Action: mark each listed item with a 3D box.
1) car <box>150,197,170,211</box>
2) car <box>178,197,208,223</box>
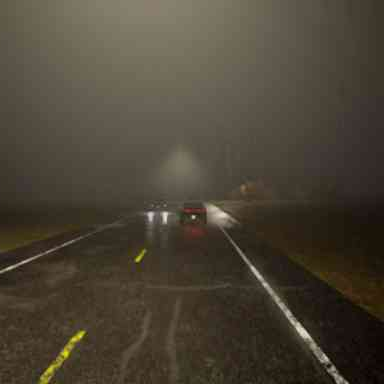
[{"bbox_3d":[-3.498,1.319,36.950,1.837,1.490,4.892,0,0,0],"label":"car"},{"bbox_3d":[0.101,1.376,24.185,1.837,1.490,4.892,0,0,0],"label":"car"}]
